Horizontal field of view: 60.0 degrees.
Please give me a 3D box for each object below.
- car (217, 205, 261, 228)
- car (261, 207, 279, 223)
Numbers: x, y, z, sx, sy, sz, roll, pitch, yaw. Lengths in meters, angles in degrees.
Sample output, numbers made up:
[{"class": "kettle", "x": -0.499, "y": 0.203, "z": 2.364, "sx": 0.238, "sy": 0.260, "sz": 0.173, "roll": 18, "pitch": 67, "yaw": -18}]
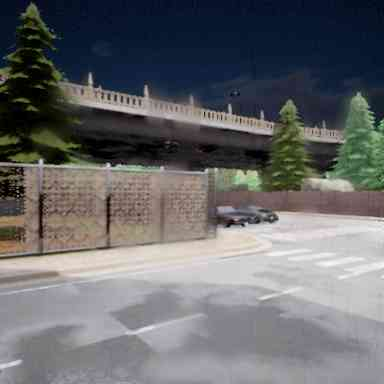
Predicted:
[{"class": "car", "x": 1.992, "y": 1.657, "z": 23.497, "sx": 2.033, "sy": 1.411, "sz": 5.357, "roll": 0, "pitch": 0, "yaw": -35}, {"class": "car", "x": 4.670, "y": 1.687, "z": 25.800, "sx": 1.994, "sy": 1.385, "sz": 4.181, "roll": 0, "pitch": 0, "yaw": -35}]
